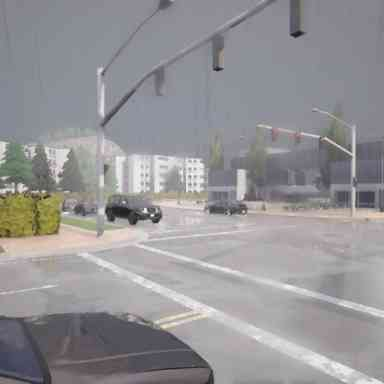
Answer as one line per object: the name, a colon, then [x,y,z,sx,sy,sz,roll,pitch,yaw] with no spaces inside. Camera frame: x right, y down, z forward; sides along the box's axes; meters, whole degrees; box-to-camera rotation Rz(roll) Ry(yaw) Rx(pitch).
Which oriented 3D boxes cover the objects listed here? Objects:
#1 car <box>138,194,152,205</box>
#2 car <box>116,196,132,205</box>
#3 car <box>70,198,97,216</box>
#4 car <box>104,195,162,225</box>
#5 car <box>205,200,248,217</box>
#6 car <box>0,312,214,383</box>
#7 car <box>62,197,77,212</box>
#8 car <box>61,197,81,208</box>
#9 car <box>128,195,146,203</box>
car: [-8.568,1.350,61.083,2.097,1.767,4.553,0,0,-1]
car: [-12.025,1.491,58.870,2.128,1.511,4.902,0,0,-4]
car: [-9.967,1.564,32.116,1.994,1.385,4.181,0,0,-34]
car: [-4.427,1.221,24.513,2.150,2.045,5.566,0,0,-40]
car: [3.196,1.504,31.926,1.837,1.490,4.892,0,0,-37]
car: [-2.343,1.547,2.094,5.357,1.411,2.033,0,0,-35]
car: [-14.441,1.525,39.688,1.812,1.442,4.674,0,0,-24]
car: [-17.858,1.491,49.302,2.128,1.511,4.902,0,0,-13]
car: [-11.341,1.476,68.902,1.882,1.535,5.008,0,0,14]
